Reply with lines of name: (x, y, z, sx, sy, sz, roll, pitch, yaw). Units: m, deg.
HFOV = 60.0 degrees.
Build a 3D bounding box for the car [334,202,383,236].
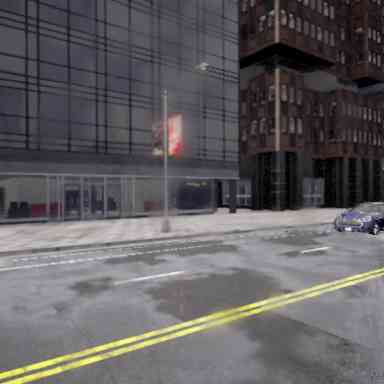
car: (10.069, 1.377, 18.855, 4.553, 1.767, 2.097, 0, 0, -35)
